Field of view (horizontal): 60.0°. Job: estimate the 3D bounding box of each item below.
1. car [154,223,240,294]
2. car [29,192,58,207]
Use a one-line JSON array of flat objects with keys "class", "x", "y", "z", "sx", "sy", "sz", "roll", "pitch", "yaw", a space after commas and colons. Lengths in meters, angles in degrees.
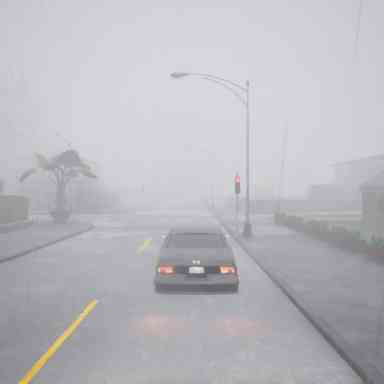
[{"class": "car", "x": 0.100, "y": 1.547, "z": 8.900, "sx": 2.033, "sy": 1.411, "sz": 5.357, "roll": 0, "pitch": 0, "yaw": 0}, {"class": "car", "x": -19.743, "y": 0.985, "z": 43.945, "sx": 1.905, "sy": 1.878, "sz": 3.866, "roll": 0, "pitch": 0, "yaw": 35}]
